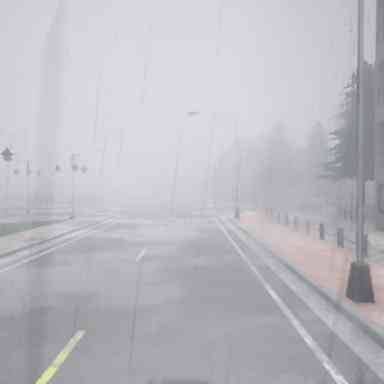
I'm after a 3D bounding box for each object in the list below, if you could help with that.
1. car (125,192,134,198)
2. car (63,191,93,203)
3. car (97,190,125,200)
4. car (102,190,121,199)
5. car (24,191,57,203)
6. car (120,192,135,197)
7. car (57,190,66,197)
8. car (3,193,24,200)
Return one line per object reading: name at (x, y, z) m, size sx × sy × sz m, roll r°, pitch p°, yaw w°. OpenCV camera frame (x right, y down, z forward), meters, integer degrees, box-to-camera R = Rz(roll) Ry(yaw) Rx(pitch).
car at (-17.674, 0.588, 85.863) m, size 5.027 × 1.636 × 2.152 m, roll 0°, pitch 0°, yaw 0°
car at (-17.391, 1.040, 51.582) m, size 3.633 × 1.501 × 1.845 m, roll 0°, pitch 0°, yaw 0°
car at (-17.258, 0.638, 70.163) m, size 4.605 × 1.855 × 1.932 m, roll 0°, pitch 0°, yaw 0°
car at (-17.671, 0.598, 73.068) m, size 3.866 × 1.878 × 1.905 m, roll 0°, pitch 0°, yaw 0°
car at (-24.813, 1.030, 54.560) m, size 3.806 × 1.475 × 1.970 m, roll 0°, pitch 0°, yaw 0°
car at (-17.999, 0.623, 92.281) m, size 3.806 × 1.475 × 1.970 m, roll 0°, pitch 0°, yaw 0°
car at (-35.058, 0.511, 88.998) m, size 4.605 × 1.855 × 1.932 m, roll 0°, pitch 0°, yaw 0°
car at (-35.807, 0.885, 66.550) m, size 3.633 × 1.501 × 1.845 m, roll 0°, pitch 0°, yaw 0°
